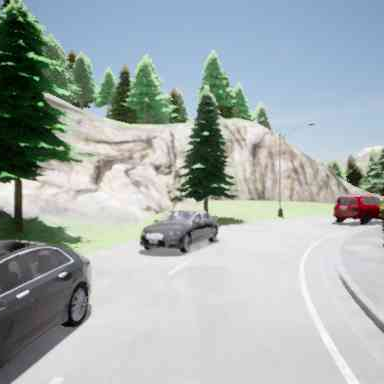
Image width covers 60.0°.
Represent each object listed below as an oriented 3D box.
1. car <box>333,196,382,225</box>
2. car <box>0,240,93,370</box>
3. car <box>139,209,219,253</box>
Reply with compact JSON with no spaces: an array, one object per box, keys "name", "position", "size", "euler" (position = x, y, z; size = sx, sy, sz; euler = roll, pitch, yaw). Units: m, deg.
[{"name":"car","position":[12.942,1.284,25.049],"size":[5.566,2.045,2.150],"euler":[0,0,-34]},{"name":"car","position":[-2.996,1.508,4.398],"size":[1.837,1.490,4.892],"euler":[0,0,8]},{"name":"car","position":[-0.353,1.513,14.101],"size":[2.128,1.511,4.902],"euler":[0,0,25]}]
